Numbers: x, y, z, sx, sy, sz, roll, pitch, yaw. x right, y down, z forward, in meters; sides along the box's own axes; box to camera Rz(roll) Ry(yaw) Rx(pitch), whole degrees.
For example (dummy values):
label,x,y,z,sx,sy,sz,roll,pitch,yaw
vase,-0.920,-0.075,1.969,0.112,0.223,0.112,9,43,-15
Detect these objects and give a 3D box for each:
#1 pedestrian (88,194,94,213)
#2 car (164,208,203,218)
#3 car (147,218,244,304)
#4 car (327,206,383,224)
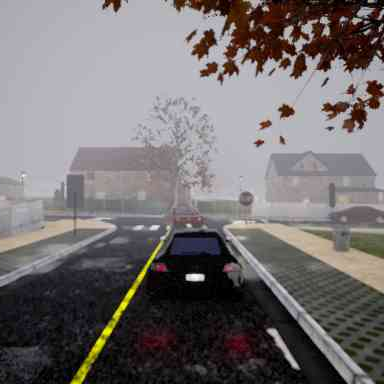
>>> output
label,x,y,z,sx,sy,sz,roll,pitch,yaw
pedestrian,-9.680,1.113,31.844,0.375,1.860,0.375,0,-2,0
car,-0.684,1.665,21.762,1.895,1.301,4.718,0,0,-12
car,0.097,1.589,8.281,1.994,1.385,4.181,0,0,1
car,14.438,1.948,29.060,5.008,1.535,1.882,1,-1,0
